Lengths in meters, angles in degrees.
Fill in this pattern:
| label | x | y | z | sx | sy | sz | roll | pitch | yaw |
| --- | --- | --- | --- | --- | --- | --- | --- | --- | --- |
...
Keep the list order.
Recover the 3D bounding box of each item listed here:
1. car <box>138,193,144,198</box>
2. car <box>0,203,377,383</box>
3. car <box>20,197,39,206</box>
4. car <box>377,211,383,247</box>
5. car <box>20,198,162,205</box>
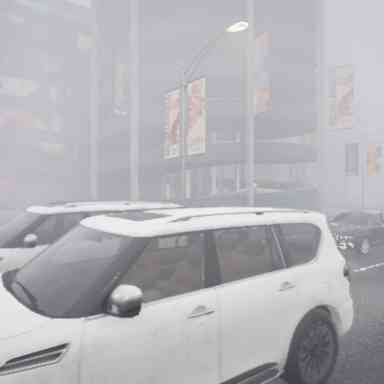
| label | x | y | z | sx | sy | sz | roll | pitch | yaw |
| --- | --- | --- | --- | --- | --- | --- | --- | --- | --- |
| car | -11.199 | 1.018 | 63.929 | 2.435 | 2.045 | 5.566 | 0 | 0 | -36 |
| car | -0.445 | 1.224 | 3.699 | 5.566 | 2.045 | 2.150 | 1 | 0 | -36 |
| car | -25.669 | 1.460 | 52.374 | 1.895 | 1.301 | 4.718 | 0 | 0 | -36 |
| car | 6.727 | 1.500 | 13.308 | 4.892 | 1.490 | 1.837 | 0 | 0 | -37 |
| car | -2.490 | 1.224 | 6.539 | 5.566 | 2.045 | 2.150 | 1 | 0 | -36 |
